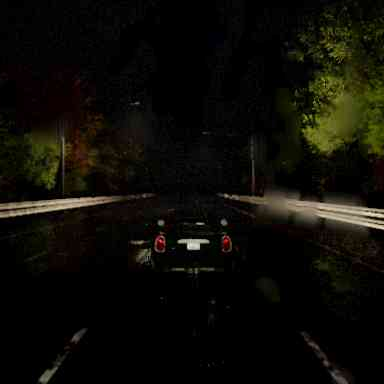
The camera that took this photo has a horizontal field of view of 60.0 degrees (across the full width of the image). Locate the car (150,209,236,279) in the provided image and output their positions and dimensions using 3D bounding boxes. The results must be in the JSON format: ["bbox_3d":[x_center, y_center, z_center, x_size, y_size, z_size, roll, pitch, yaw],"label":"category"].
[{"bbox_3d":[0.019,1.275,9.934,2.097,1.767,4.553,0,1,0],"label":"car"}]
